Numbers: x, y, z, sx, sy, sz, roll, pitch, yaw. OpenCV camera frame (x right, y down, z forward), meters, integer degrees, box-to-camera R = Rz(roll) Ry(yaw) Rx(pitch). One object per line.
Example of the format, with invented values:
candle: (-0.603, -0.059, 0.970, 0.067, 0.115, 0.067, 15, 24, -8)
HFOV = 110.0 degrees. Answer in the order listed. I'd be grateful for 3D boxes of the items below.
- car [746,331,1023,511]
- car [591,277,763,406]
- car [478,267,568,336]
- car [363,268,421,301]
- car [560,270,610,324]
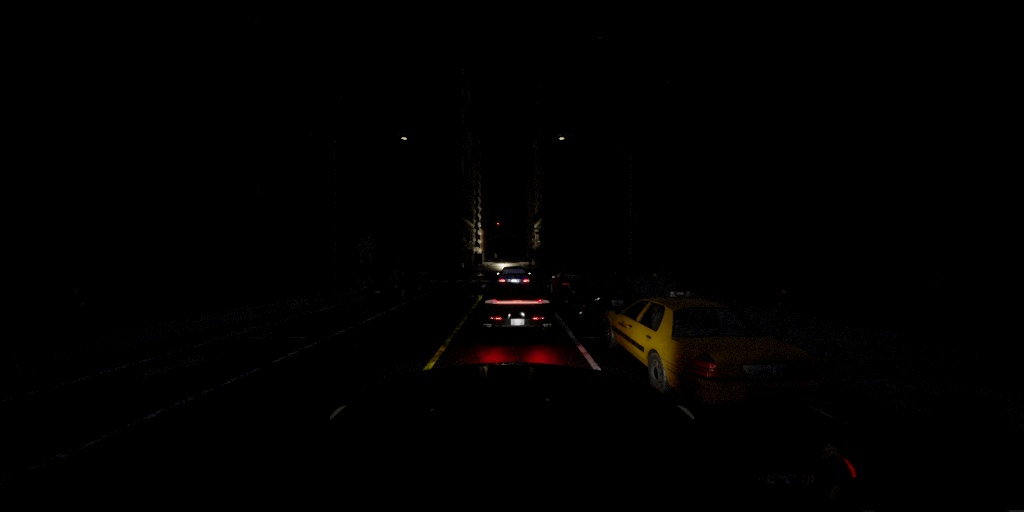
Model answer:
car: (2.872, 1.301, 0.628, 2.007, 1.370, 4.403, 0, 0, 0)
car: (2.876, 1.274, 6.384, 1.751, 1.417, 4.829, 0, 0, 0)
car: (0.107, 1.239, 10.326, 2.128, 1.511, 4.902, 0, 0, 0)
car: (-5.663, 1.290, 17.388, 1.888, 1.381, 4.507, 0, 0, 0)
car: (2.879, 1.312, 11.800, 1.948, 1.339, 4.313, 0, 0, 0)
